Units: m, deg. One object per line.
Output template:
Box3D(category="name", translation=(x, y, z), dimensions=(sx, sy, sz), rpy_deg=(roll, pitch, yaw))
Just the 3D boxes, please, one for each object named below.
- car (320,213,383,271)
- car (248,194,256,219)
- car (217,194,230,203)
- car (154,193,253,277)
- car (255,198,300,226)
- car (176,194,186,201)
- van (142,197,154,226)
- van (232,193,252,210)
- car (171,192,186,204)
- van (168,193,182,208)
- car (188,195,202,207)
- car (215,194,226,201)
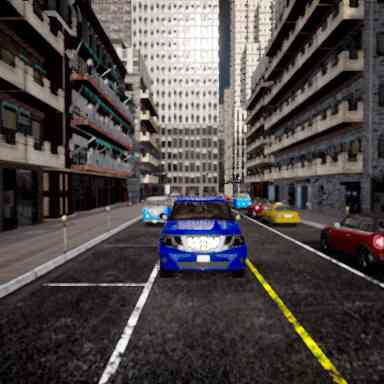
Box3D(category="car", translation=(5.669, 1.368, 10.679), dimensions=(1.967, 1.590, 4.097), rpy_deg=(-1, 0, 0))
Box3D(category="car", translation=(5.684, 1.258, 27.326), dimensions=(1.967, 1.590, 4.097), rpy_deg=(-1, 0, 0))
Box3D(category="car", translation=(5.716, 1.137, 60.620), dimensions=(1.887, 1.381, 4.507), rpy_deg=(-1, 0, 0))
Box3D(category="car", translation=(0.265, 1.153, 10.342), dimensions=(2.150, 2.045, 5.566), rpy_deg=(0, 0, 0))
Box3D(category="car", translation=(5.680, 1.379, 21.948), dimensions=(1.752, 1.417, 4.829), rpy_deg=(-1, 0, 0))
Box3D(category="car", translation=(-2.159, 1.100, 66.157), dimensions=(1.887, 1.381, 4.507), rpy_deg=(-1, 0, 0))
Box3D(category="van", translation=(-2.202, 1.197, 21.764), dimensions=(1.690, 1.788, 3.998), rpy_deg=(-1, 0, 0))
Box3D(category="van", translation=(5.693, 1.084, 38.423), dimensions=(1.690, 1.788, 3.998), rpy_deg=(-1, 0, 0))
Box3D(category="car", translation=(-2.172, 0.946, 55.058), dimensions=(2.192, 1.841, 5.009), rpy_deg=(-1, 0, 0))
Box3D(category="van", translation=(-2.182, 1.048, 43.960), dimensions=(1.690, 1.788, 3.998), rpy_deg=(-1, 0, 0))
Box3D(category="car", translation=(0.396, 1.217, 46.145), dimensions=(1.812, 1.442, 4.674), rpy_deg=(0, 0, 0))
Box3D(category="car", translation=(5.721, 1.078, 66.339), dimensions=(1.752, 1.417, 4.829), rpy_deg=(-1, 0, 0))
